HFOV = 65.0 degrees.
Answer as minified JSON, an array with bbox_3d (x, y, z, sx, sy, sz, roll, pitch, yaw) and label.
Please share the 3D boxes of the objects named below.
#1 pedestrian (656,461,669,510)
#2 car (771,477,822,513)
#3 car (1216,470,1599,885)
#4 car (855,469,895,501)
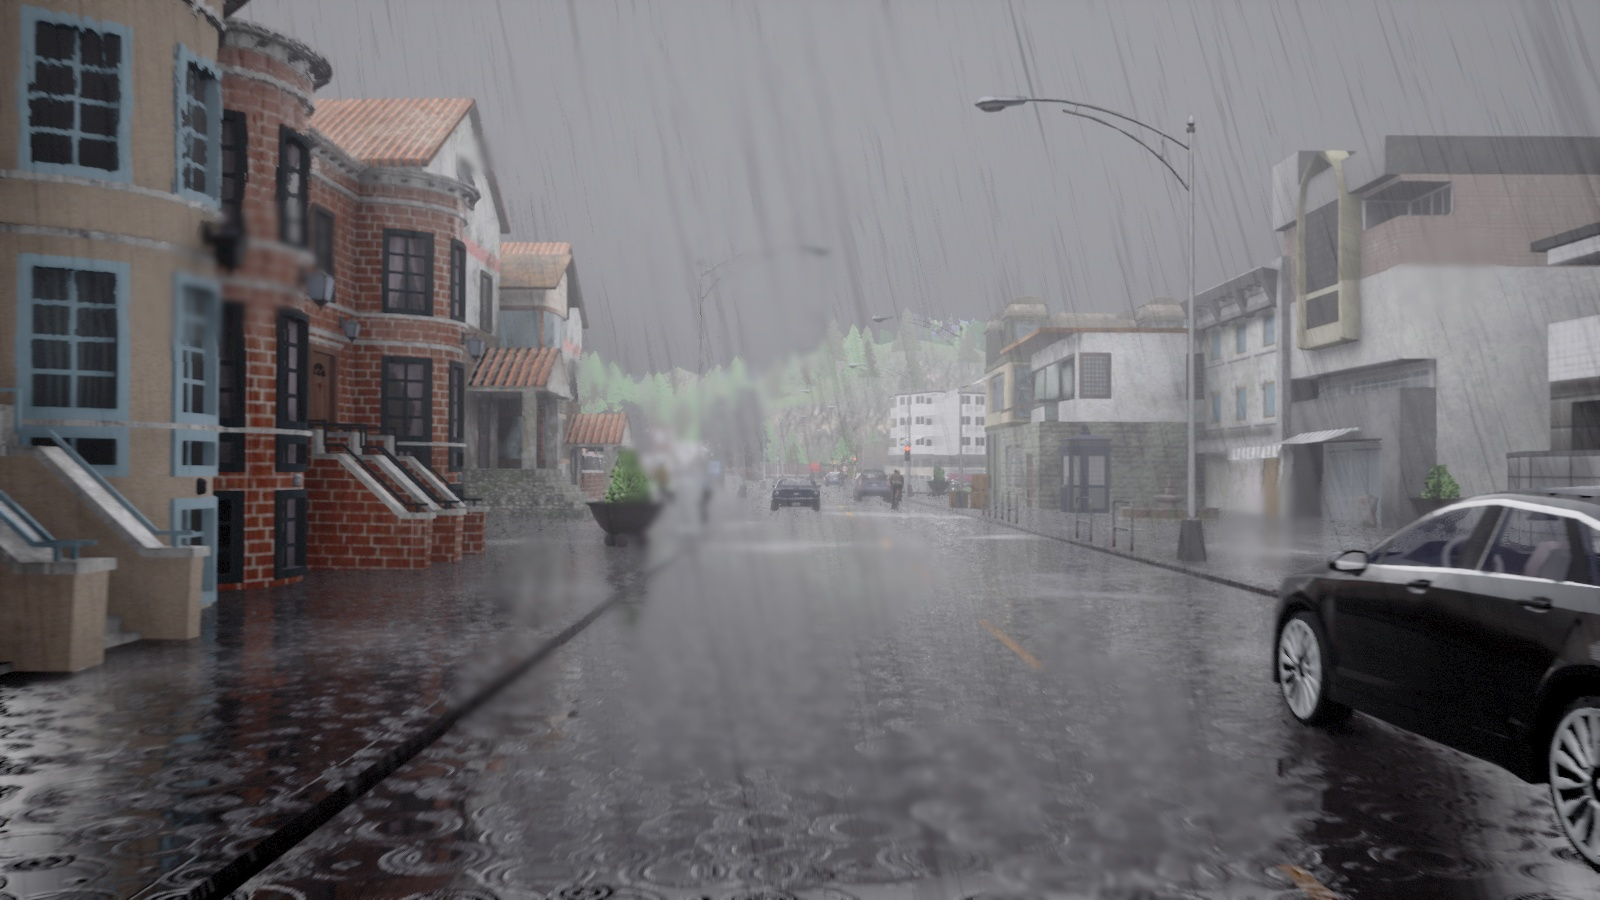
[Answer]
[{"bbox_3d":[-5.263,1.350,48.141,0.431,1.840,0.709,0,-1,-12],"label":"pedestrian"},{"bbox_3d":[-0.120,1.736,48.984,1.895,1.301,4.718,0,-1,0],"label":"car"},{"bbox_3d":[3.984,0.861,6.330,2.128,1.511,4.902,0,-1,0],"label":"car"},{"bbox_3d":[3.831,1.780,64.660,1.851,1.617,3.988,0,-1,0],"label":"car"}]
